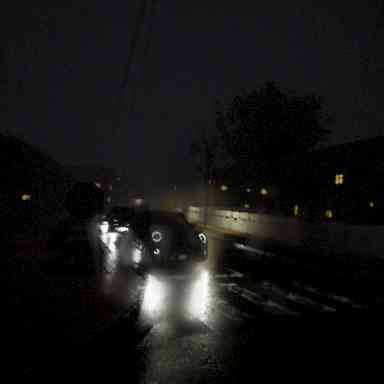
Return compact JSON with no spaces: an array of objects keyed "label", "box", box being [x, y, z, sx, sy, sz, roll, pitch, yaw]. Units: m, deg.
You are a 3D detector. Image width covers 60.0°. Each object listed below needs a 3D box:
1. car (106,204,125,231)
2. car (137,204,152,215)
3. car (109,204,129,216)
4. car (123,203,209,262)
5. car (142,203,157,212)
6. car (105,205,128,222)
[{"label":"car","box":[-4.579,1.737,22.324,1.837,1.490,4.892,4,-2,-17]},{"label":"car","box":[-6.957,2.495,48.992,1.994,1.385,4.181,4,-2,-5]},{"label":"car","box":[-9.079,2.182,41.651,1.895,1.301,4.718,4,-2,-8]},{"label":"car","box":[-1.035,1.480,12.526,2.097,1.767,4.553,4,-2,-21]},{"label":"car","box":[-7.470,2.705,58.996,1.994,1.385,4.181,4,-1,0]},{"label":"car","box":[-7.072,1.976,31.313,1.895,1.301,4.718,4,-2,-12]}]
